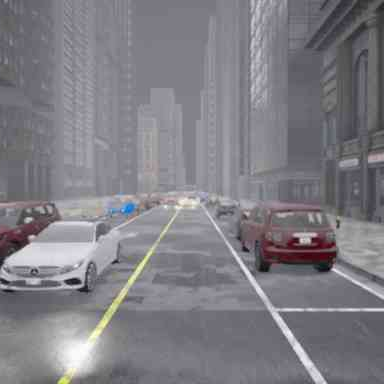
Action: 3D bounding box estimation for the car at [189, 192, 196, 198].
[{"bbox_3d":[0.033,0.826,94.096,1.882,1.535,5.008,0,0,0],"label":"car"}]

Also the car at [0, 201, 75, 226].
[{"bbox_3d":[-5.762,1.253,10.500,2.192,1.841,5.009,0,0,0],"label":"car"}]

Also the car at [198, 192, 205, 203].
[{"bbox_3d":[2.372,1.211,58.014,1.812,1.442,4.674,0,0,0],"label":"car"}]

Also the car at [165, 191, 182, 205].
[{"bbox_3d":[-3.060,1.076,50.385,2.097,1.767,4.553,0,0,0],"label":"car"}]

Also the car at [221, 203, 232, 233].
[{"bbox_3d":[2.765,1.456,16.146,2.008,1.369,4.403,0,0,0],"label":"car"}]

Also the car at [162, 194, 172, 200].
[{"bbox_3d":[-5.738,1.133,78.189,2.008,1.369,4.403,0,0,0],"label":"car"}]

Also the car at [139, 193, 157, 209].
[{"bbox_3d":[-5.753,1.099,38.703,2.192,1.841,5.009,0,0,0],"label":"car"}]

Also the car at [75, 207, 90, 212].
[{"bbox_3d":[-5.760,1.432,15.972,1.752,1.417,4.829,0,0,0],"label":"car"}]

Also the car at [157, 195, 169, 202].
[{"bbox_3d":[-5.742,1.206,66.908,1.947,1.339,4.313,0,0,0],"label":"car"}]

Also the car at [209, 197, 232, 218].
[{"bbox_3d":[2.769,1.394,27.427,2.008,1.369,4.403,0,0,0],"label":"car"}]

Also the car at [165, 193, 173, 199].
[{"bbox_3d":[-5.736,1.080,83.660,1.752,1.417,4.829,0,0,0],"label":"car"}]

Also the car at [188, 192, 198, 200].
[{"bbox_3d":[0.027,1.127,75.937,1.895,1.301,4.718,0,0,0],"label":"car"}]

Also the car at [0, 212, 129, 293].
[{"bbox_3d":[-3.098,1.473,8.830,1.812,1.442,4.674,0,0,0],"label":"car"}]

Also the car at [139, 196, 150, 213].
[{"bbox_3d":[-5.754,1.364,33.064,2.008,1.369,4.403,0,0,0],"label":"car"}]

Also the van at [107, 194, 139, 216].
[{"bbox_3d":[-5.757,1.185,27.422,1.690,1.788,3.998,0,0,0],"label":"van"}]

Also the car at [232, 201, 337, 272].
[{"bbox_3d":[2.763,1.253,10.504,2.192,1.841,5.009,0,0,0],"label":"car"}]

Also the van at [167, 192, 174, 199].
[{"bbox_3d":[-5.735,0.866,89.470,1.690,1.788,3.998,0,0,0],"label":"van"}]

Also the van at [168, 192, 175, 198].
[{"bbox_3d":[-5.733,0.837,95.110,1.690,1.788,3.998,0,0,0],"label":"van"}]

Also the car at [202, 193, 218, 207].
[{"bbox_3d":[2.775,1.195,44.347,1.967,1.590,4.097,0,0,0],"label":"car"}]

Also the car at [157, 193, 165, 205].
[{"bbox_3d":[-5.749,1.042,49.985,2.192,1.841,5.009,0,0,0],"label":"car"}]
